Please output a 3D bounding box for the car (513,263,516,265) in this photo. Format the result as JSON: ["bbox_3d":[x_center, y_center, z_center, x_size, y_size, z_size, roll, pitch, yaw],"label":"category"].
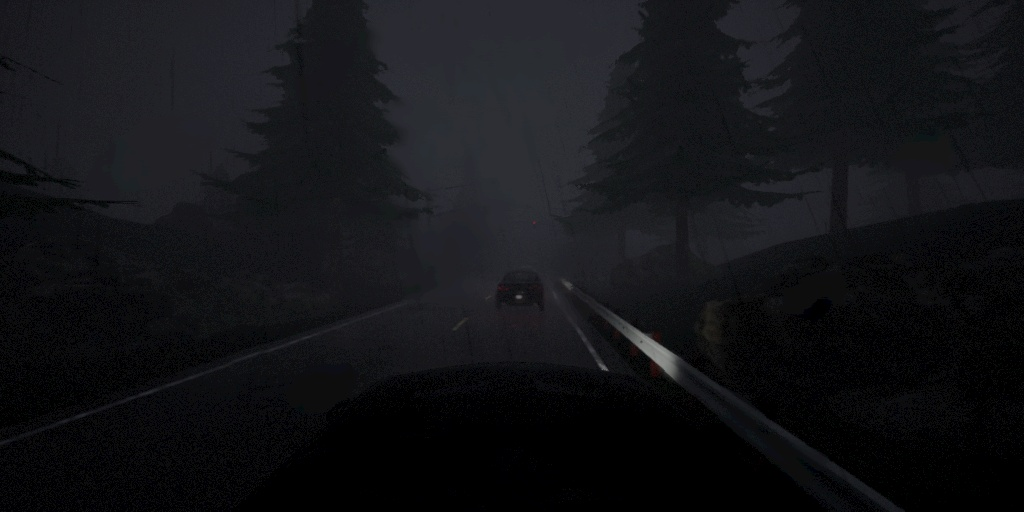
[{"bbox_3d":[1.218,1.544,30.214,1.812,1.442,4.674,0,0,2],"label":"car"}]

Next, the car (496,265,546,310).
[{"bbox_3d":[0.447,1.361,15.607,1.882,1.535,5.008,0,0,4],"label":"car"}]
